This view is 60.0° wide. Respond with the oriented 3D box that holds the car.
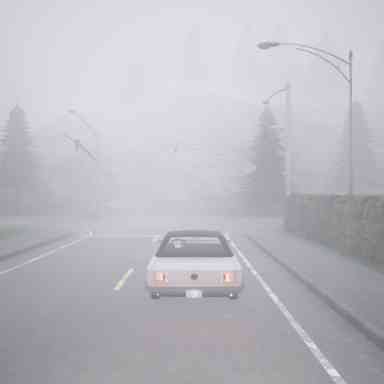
[{"bbox_3d":[0.061,1.601,8.382,1.895,1.301,4.718,0,0,0],"label":"car"}]
